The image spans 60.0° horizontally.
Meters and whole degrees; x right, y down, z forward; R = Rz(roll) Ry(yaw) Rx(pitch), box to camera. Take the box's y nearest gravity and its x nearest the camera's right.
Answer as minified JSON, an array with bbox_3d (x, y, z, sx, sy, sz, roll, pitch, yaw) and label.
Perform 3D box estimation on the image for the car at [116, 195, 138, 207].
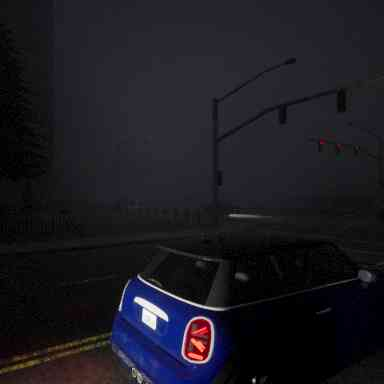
[{"bbox_3d":[-10.330,1.351,52.723,2.097,1.767,4.553,0,0,-35],"label":"car"}]

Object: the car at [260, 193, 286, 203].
[{"bbox_3d":[15.492,1.395,62.674,1.970,1.475,3.806,0,0,-36],"label":"car"}]

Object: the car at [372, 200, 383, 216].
[{"bbox_3d":[14.950,1.506,22.012,4.892,1.490,1.837,0,2,23],"label":"car"}]

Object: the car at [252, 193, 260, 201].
[{"bbox_3d":[13.787,1.364,80.000,1.784,1.438,3.905,0,0,-36],"label":"car"}]

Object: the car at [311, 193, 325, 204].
[{"bbox_3d":[29.203,1.153,72.551,1.932,1.855,4.605,0,0,-36],"label":"car"}]

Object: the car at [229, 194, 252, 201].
[{"bbox_3d":[11.429,1.395,78.321,1.970,1.475,3.806,0,0,-36],"label":"car"}]

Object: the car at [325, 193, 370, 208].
[{"bbox_3d":[21.034,1.153,45.243,1.932,1.855,4.605,0,0,-36],"label":"car"}]

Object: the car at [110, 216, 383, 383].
[{"bbox_3d":[1.288,1.352,4.718,4.553,1.767,2.097,0,0,-35],"label":"car"}]

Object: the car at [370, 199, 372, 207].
[{"bbox_3d":[23.422,1.156,46.878,1.905,1.878,3.866,0,0,-36],"label":"car"}]

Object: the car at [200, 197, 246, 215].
[{"bbox_3d":[3.043,1.564,34.039,1.994,1.385,4.181,0,0,-36],"label":"car"}]

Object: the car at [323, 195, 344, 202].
[{"bbox_3d":[31.599,1.364,74.179,1.784,1.438,3.905,0,0,-36],"label":"car"}]
